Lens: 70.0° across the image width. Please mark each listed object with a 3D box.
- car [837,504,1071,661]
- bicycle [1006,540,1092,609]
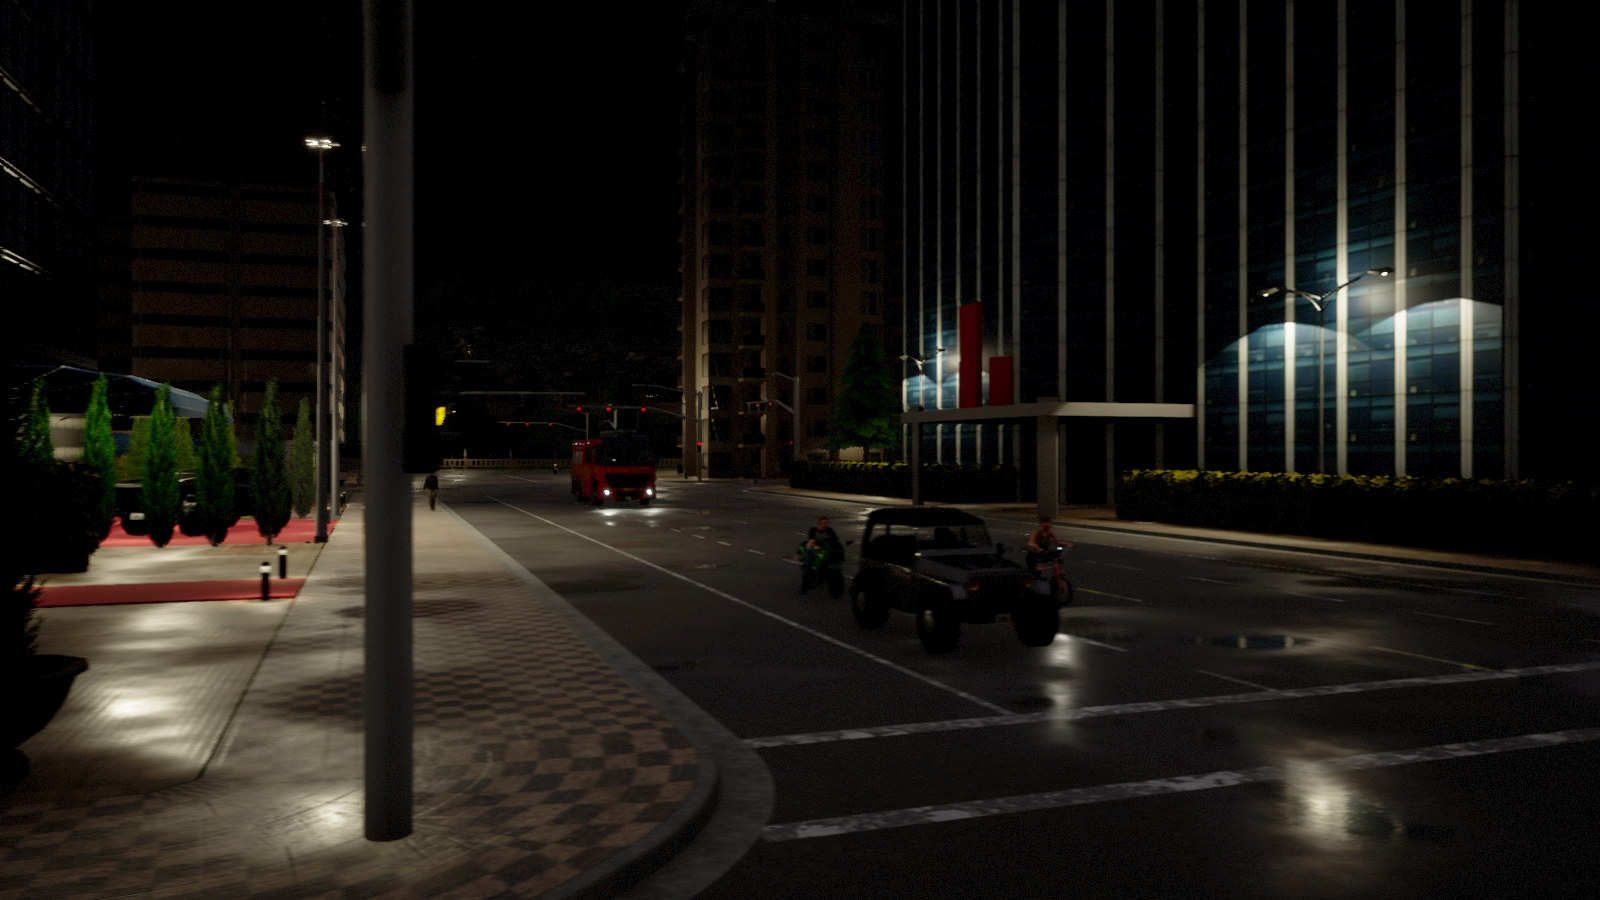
[{"bbox_3d":[2.182,1.858,17.264,1.905,1.878,3.866,0,0,-20],"label":"car"},{"bbox_3d":[4.539,2.257,20.914,0.859,1.080,1.487,0,0,-21],"label":"bicycle"}]
